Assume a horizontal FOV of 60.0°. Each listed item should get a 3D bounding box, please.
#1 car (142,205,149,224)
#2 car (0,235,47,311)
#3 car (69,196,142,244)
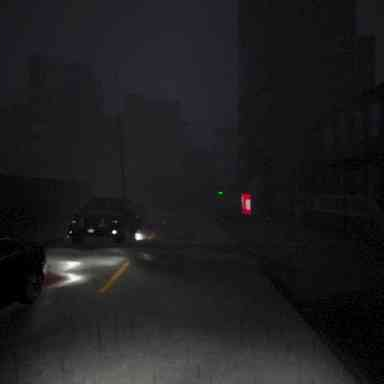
[{"bbox_3d":[-4.068,1.512,22.199,1.882,1.535,5.008,0,0,0],"label":"car"},{"bbox_3d":[-4.112,1.503,5.402,2.128,1.511,4.902,0,0,0],"label":"car"},{"bbox_3d":[-4.135,1.249,16.443,2.150,2.045,5.566,0,0,0],"label":"car"}]
